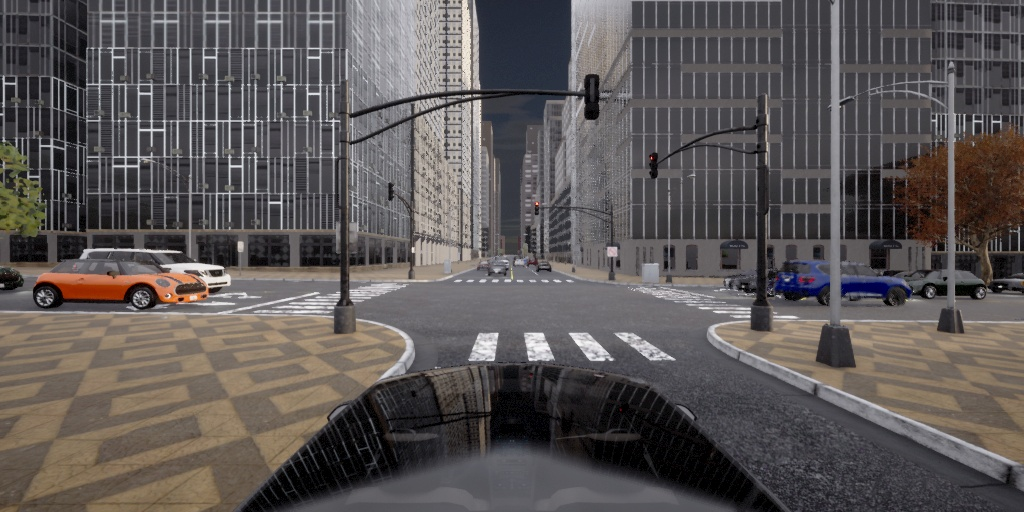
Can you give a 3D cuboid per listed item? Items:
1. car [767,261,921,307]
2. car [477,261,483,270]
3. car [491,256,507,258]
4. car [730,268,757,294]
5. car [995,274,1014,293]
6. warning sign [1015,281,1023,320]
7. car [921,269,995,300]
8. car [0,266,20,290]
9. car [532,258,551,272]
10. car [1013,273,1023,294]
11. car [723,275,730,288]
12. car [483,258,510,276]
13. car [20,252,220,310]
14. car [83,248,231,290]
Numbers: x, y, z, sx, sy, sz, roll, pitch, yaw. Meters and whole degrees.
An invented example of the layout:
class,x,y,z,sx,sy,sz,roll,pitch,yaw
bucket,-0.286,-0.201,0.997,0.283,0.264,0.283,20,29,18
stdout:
class,x,y,z,sx,sy,sz,roll,pitch,yaw
car,15.792,1.281,17.304,5.566,2.045,2.150,1,0,-4
car,-3.995,1.343,50.815,1.802,1.307,4.207,0,0,0
car,-1.530,0.983,51.278,2.150,2.045,5.566,0,0,0
car,15.810,1.564,20.910,4.892,1.490,1.837,1,0,-4
car,36.442,1.933,25.085,4.892,1.490,1.837,1,0,-2
warning sign,17.280,1.204,11.506,1.060,1.860,1.300,0,0,-3
car,24.981,1.576,21.316,4.553,1.767,2.097,1,0,-3
car,-24.621,0.675,15.599,4.553,1.767,2.097,1,0,-2
car,3.954,1.329,45.317,1.948,1.339,4.313,0,0,0
car,34.566,1.943,21.749,5.357,1.411,2.033,1,0,-2
car,16.899,1.569,24.202,4.902,1.511,2.128,1,0,-3
car,-1.480,1.258,37.115,2.128,1.511,4.902,0,0,0
car,-13.726,0.876,12.839,4.553,1.767,2.097,1,0,-3
car,-15.927,0.704,15.992,5.566,2.045,2.150,1,0,-3
